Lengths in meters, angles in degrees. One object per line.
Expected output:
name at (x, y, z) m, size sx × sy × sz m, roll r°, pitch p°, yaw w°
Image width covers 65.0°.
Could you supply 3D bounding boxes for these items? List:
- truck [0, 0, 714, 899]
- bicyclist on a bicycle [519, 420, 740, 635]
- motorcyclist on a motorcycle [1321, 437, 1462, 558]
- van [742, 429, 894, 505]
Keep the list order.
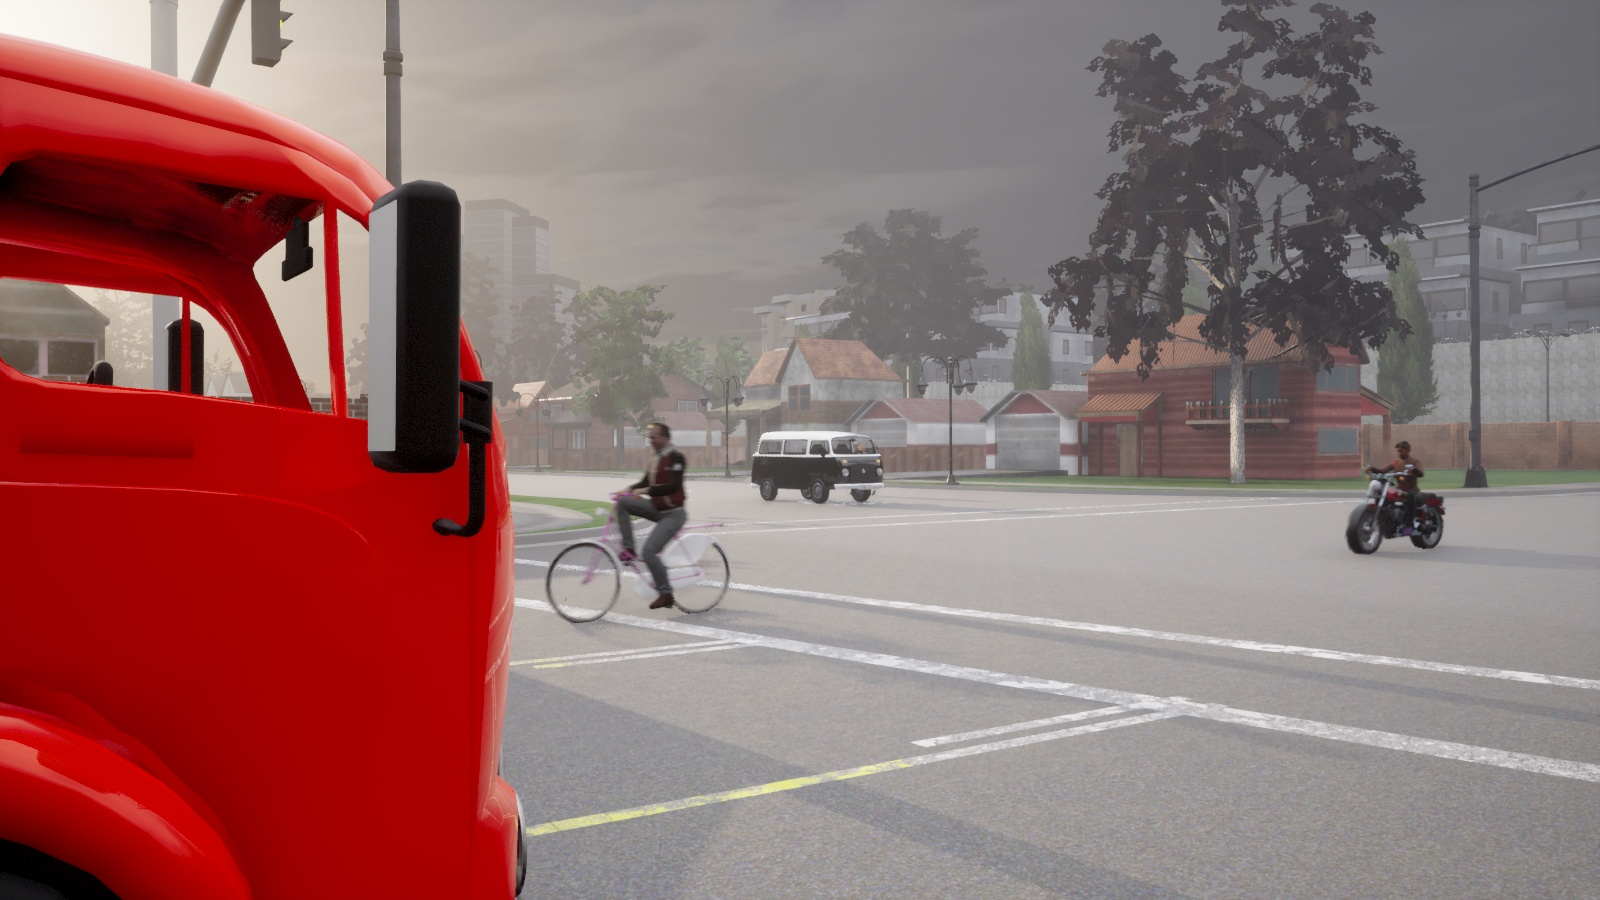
truck at (-3.027, 0.263, 1.582) m, size 5.204 × 2.467 × 2.627 m, roll 0°, pitch 0°, yaw -34°
bicyclist on a bicycle at (-1.490, 0.639, 11.151) m, size 1.843 × 1.776 × 0.659 m, roll 0°, pitch 0°, yaw -35°
motorcyclist on a motorcycle at (8.567, 0.642, 18.149) m, size 2.350 × 1.649 × 0.766 m, roll -1°, pitch 0°, yaw -35°
van at (0.437, 0.463, 36.107) m, size 2.069 × 2.038 × 4.480 m, roll -1°, pitch 0°, yaw -36°
